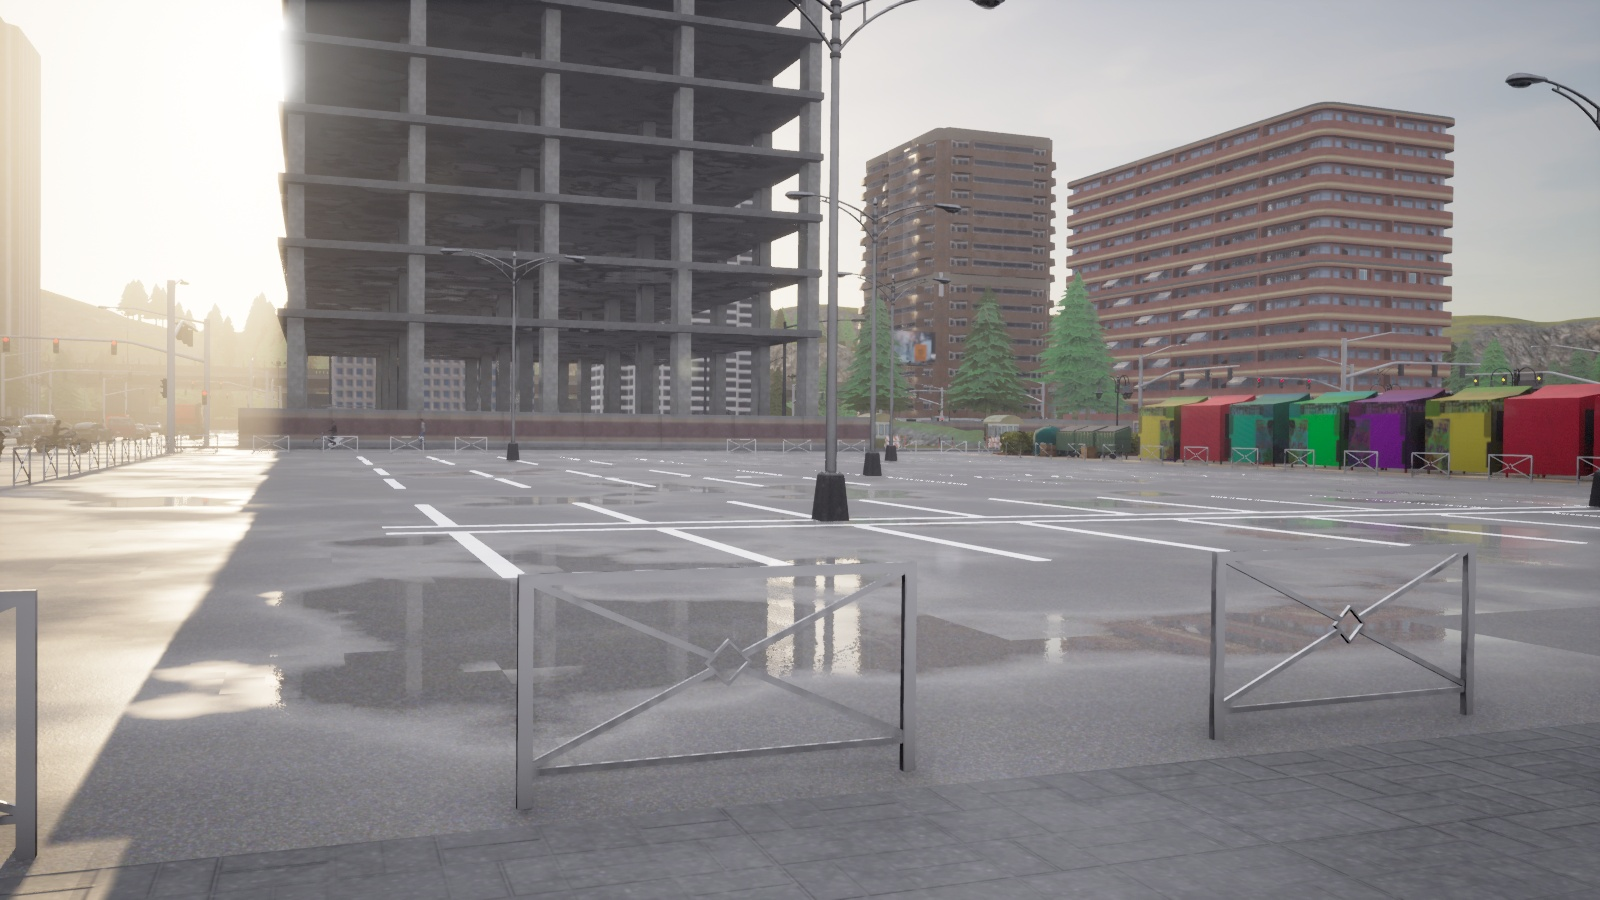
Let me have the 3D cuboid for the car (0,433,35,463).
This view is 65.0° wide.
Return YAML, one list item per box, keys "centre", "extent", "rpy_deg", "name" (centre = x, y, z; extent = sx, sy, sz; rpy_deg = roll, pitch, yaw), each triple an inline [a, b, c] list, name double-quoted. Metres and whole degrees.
- centre: [-51.124, -0.155, 81.270]
  extent: [1.932, 1.855, 4.605]
  rpy_deg: [-1, 1, -21]
  name: "car"

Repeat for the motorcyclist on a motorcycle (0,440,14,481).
- centre: [-30.371, 0.392, 47.284]
  extent: [0.866, 1.530, 2.191]
  rpy_deg: [-1, 1, -21]
  name: "motorcyclist on a motorcycle"

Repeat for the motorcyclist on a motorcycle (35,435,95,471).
- centre: [-34.732, 0.127, 59.367]
  extent: [2.350, 1.649, 0.766]
  rpy_deg: [-1, 1, -22]
  name: "motorcyclist on a motorcycle"
